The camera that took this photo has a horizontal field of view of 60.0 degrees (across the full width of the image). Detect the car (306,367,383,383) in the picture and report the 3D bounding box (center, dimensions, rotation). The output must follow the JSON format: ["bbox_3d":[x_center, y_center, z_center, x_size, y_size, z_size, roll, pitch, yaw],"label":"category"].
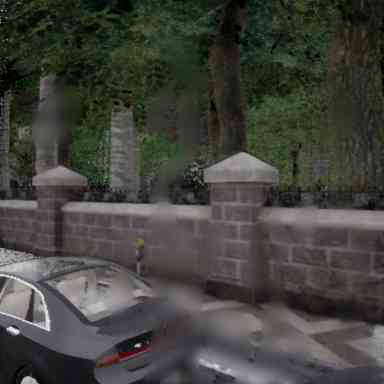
[{"bbox_3d":[2.460,1.552,1.208,4.403,1.369,2.008,0,0,36],"label":"car"}]

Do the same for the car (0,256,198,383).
[{"bbox_3d":[-1.982,1.547,4.378,4.403,1.369,2.008,0,0,36],"label":"car"}]
